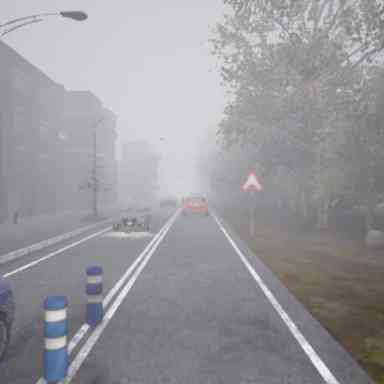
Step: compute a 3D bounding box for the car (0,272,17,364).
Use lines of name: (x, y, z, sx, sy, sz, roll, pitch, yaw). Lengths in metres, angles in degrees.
car: (-3.332, 1.504, 2.831, 1.812, 1.442, 4.674, 0, 0, 0)

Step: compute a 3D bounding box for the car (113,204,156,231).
car: (-3.223, 1.403, 19.238, 1.994, 1.385, 4.181, 0, 1, 1)

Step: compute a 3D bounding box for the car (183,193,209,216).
car: (0.348, 1.100, 29.325, 2.097, 1.767, 4.553, 0, 1, 1)

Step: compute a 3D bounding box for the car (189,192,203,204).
car: (0.581, 0.872, 51.705, 2.097, 1.767, 4.553, 0, 1, 0)

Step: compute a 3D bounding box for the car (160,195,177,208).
car: (-2.866, 1.106, 41.523, 1.882, 1.535, 5.008, 0, 0, 1)
